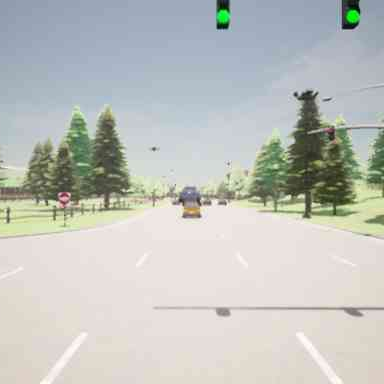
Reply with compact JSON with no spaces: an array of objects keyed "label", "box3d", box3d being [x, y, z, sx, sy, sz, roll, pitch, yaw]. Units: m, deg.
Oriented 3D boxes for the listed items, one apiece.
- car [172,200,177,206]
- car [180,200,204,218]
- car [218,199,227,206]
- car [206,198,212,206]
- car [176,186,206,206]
[{"label":"car","box3d":[-3.526,2.411,76.508,1.994,1.385,4.181,0,-1,0]},{"label":"car","box3d":[-0.012,1.873,35.100,1.882,1.535,5.008,0,-1,0]},{"label":"car","box3d":[6.974,2.385,76.546,2.128,1.511,4.902,0,-1,0]},{"label":"car","box3d":[3.474,2.214,76.516,2.097,1.767,4.553,0,-1,0]},{"label":"car","box3d":[-0.036,0.496,35.422,2.097,1.767,4.553,3,-11,6]}]
